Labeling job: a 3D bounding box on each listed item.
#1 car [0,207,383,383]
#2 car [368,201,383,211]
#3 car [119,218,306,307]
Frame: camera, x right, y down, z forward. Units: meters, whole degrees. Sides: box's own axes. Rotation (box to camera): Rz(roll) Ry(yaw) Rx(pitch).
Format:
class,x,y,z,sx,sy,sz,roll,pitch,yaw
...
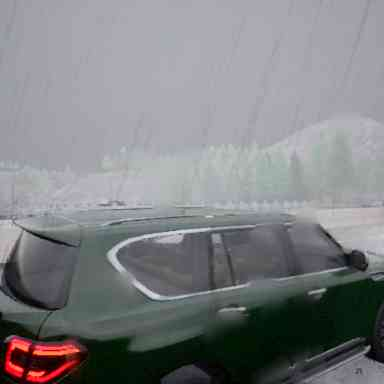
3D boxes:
class,x,y,z,sx,sy,sz,roll,pitch,yaw
car,0.574,1.219,4.155,5.566,2.045,2.150,0,0,-35
car,28.745,2.076,50.173,4.674,1.442,1.812,1,-1,-35
car,0.701,1.526,8.545,4.674,1.442,1.812,0,0,-36
